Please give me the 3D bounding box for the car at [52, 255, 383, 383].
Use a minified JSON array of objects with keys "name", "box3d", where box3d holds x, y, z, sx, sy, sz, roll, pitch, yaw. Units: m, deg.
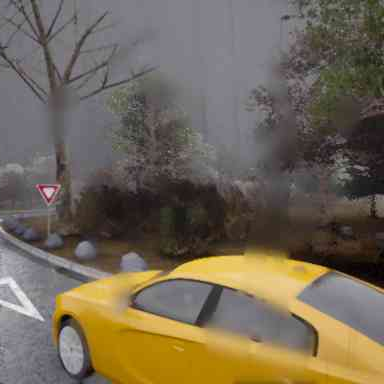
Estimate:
[{"name":"car","box3d":[0.384,1.474,3.722,5.008,1.535,1.882,0,0,38]}]
